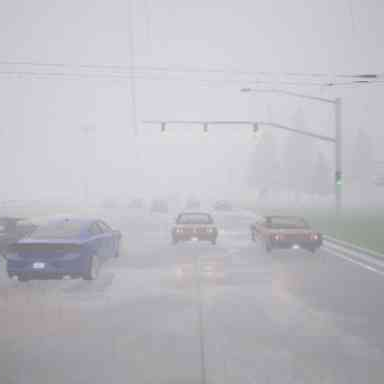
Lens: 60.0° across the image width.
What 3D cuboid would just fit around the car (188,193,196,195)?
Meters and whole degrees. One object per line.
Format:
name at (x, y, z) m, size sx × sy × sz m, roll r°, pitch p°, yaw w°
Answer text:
car at (0.005, 1.236, 70.179) m, size 2.150 × 2.045 × 5.566 m, roll 0°, pitch 0°, yaw 0°

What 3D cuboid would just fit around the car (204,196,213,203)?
car at (3.515, 1.558, 67.342) m, size 2.033 × 1.411 × 5.357 m, roll 0°, pitch 0°, yaw 0°

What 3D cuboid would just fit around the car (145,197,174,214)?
car at (-3.397, 1.553, 35.464) m, size 2.033 × 1.411 × 5.357 m, roll 0°, pitch 0°, yaw 0°

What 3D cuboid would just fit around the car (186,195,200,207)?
car at (0.103, 1.533, 43.804) m, size 1.812 × 1.442 × 4.674 m, roll 0°, pitch 0°, yaw 0°

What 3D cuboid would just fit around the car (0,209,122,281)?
car at (-3.399, 1.479, 9.859) m, size 1.882 × 1.535 × 5.008 m, roll 0°, pitch 0°, yaw 0°

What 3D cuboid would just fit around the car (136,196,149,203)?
car at (-10.495, 1.563, 70.561) m, size 1.994 × 1.385 × 4.181 m, roll 0°, pitch 0°, yaw 0°

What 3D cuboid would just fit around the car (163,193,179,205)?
car at (-3.495, 1.232, 59.619) m, size 2.150 × 2.045 × 5.566 m, roll 0°, pitch 0°, yaw 0°

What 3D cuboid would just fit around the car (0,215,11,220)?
car at (-6.897, 1.603, 12.470) m, size 1.895 × 1.301 × 4.718 m, roll 0°, pitch 0°, yaw 0°

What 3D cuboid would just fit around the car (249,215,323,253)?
car at (3.602, 1.603, 13.733) m, size 1.895 × 1.301 × 4.718 m, roll 0°, pitch 0°, yaw 0°

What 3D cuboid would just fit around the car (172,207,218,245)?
car at (0.103, 1.603, 15.635) m, size 1.895 × 1.301 × 4.718 m, roll 0°, pitch 0°, yaw 0°

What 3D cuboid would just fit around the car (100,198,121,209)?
car at (-10.396, 1.498, 42.805) m, size 2.128 × 1.511 × 4.902 m, roll 0°, pitch 0°, yaw 0°

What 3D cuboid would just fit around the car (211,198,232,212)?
car at (3.604, 1.607, 39.645) m, size 1.895 × 1.301 × 4.718 m, roll 0°, pitch 0°, yaw 0°

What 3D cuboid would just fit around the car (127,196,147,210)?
car at (-6.894, 1.511, 41.934) m, size 1.837 × 1.490 × 4.892 m, roll 0°, pitch 0°, yaw 0°

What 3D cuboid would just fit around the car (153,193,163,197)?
car at (-6.995, 1.236, 69.524) m, size 2.150 × 2.045 × 5.566 m, roll 0°, pitch 0°, yaw 0°
